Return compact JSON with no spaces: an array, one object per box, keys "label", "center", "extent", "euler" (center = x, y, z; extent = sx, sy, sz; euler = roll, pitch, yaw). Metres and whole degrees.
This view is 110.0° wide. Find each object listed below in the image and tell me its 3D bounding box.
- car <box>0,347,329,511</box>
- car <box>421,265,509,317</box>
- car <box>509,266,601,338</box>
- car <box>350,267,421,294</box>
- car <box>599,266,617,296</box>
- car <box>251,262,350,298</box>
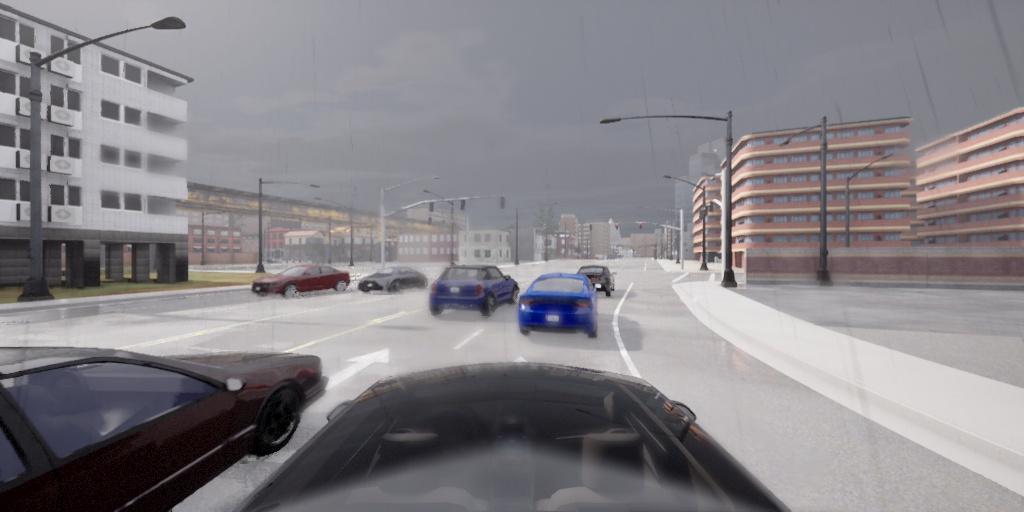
[{"label":"car","center":[-3.315,1.298,2.057],"extent":[2.033,1.411,5.357],"euler":[0,0,2]},{"label":"car","center":[-1.217,1.096,13.413],"extent":[2.097,1.767,4.553],"euler":[0,0,16]},{"label":"car","center":[1.501,1.224,10.319],"extent":[1.882,1.535,5.008],"euler":[0,0,14]},{"label":"car","center":[-6.585,1.306,20.167],"extent":[1.994,1.385,4.181],"euler":[0,0,20]},{"label":"car","center":[4.447,1.247,19.236],"extent":[1.837,1.490,4.892],"euler":[0,0,19]},{"label":"car","center":[-10.805,1.220,18.752],"extent":[1.882,1.535,5.008],"euler":[0,0,19]}]
